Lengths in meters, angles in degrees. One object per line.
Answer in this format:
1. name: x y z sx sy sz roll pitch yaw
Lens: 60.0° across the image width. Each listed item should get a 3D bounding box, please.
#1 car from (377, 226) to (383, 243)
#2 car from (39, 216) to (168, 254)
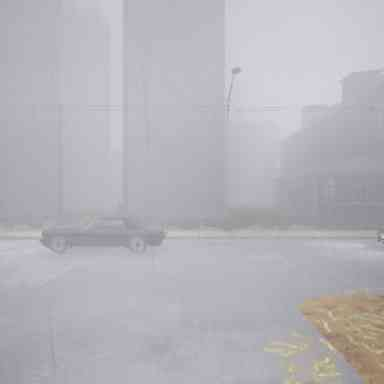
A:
1. car: 9.918 1.510 13.040 4.892 1.490 1.837 0 0 0
2. car: -3.352 1.606 13.041 4.718 1.301 1.895 0 0 0
